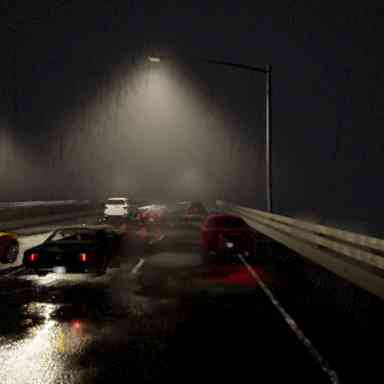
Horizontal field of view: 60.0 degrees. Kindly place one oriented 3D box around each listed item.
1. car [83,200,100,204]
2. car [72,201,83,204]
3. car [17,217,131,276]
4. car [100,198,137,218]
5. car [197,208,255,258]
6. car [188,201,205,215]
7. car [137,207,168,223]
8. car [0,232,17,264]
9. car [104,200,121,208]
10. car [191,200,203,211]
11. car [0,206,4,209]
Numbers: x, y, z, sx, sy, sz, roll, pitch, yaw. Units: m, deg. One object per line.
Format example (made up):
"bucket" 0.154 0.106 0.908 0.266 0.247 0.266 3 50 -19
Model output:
"car" -19.687 2.311 67.185 1.837 1.490 4.892 0 -1 2
"car" -23.123 2.418 68.890 1.895 1.301 4.718 0 -1 2
"car" -3.362 1.721 10.711 1.895 1.301 4.718 0 -1 0
"car" -6.606 1.586 31.484 2.150 2.045 5.566 0 0 1
"car" 1.279 1.632 13.531 1.882 1.535 5.008 0 -1 0
"car" 0.571 1.955 40.873 1.882 1.535 5.008 0 -1 2
"car" -3.153 1.932 28.739 1.895 1.301 4.718 0 -1 1
"car" -6.868 1.582 9.390 1.882 1.535 5.008 0 -1 0
"car" -16.159 2.344 67.870 2.128 1.511 4.902 0 -1 2
"car" 0.799 2.101 52.541 1.882 1.535 5.008 0 -1 2
"car" -17.366 1.663 27.204 2.097 1.767 4.553 0 -1 1
